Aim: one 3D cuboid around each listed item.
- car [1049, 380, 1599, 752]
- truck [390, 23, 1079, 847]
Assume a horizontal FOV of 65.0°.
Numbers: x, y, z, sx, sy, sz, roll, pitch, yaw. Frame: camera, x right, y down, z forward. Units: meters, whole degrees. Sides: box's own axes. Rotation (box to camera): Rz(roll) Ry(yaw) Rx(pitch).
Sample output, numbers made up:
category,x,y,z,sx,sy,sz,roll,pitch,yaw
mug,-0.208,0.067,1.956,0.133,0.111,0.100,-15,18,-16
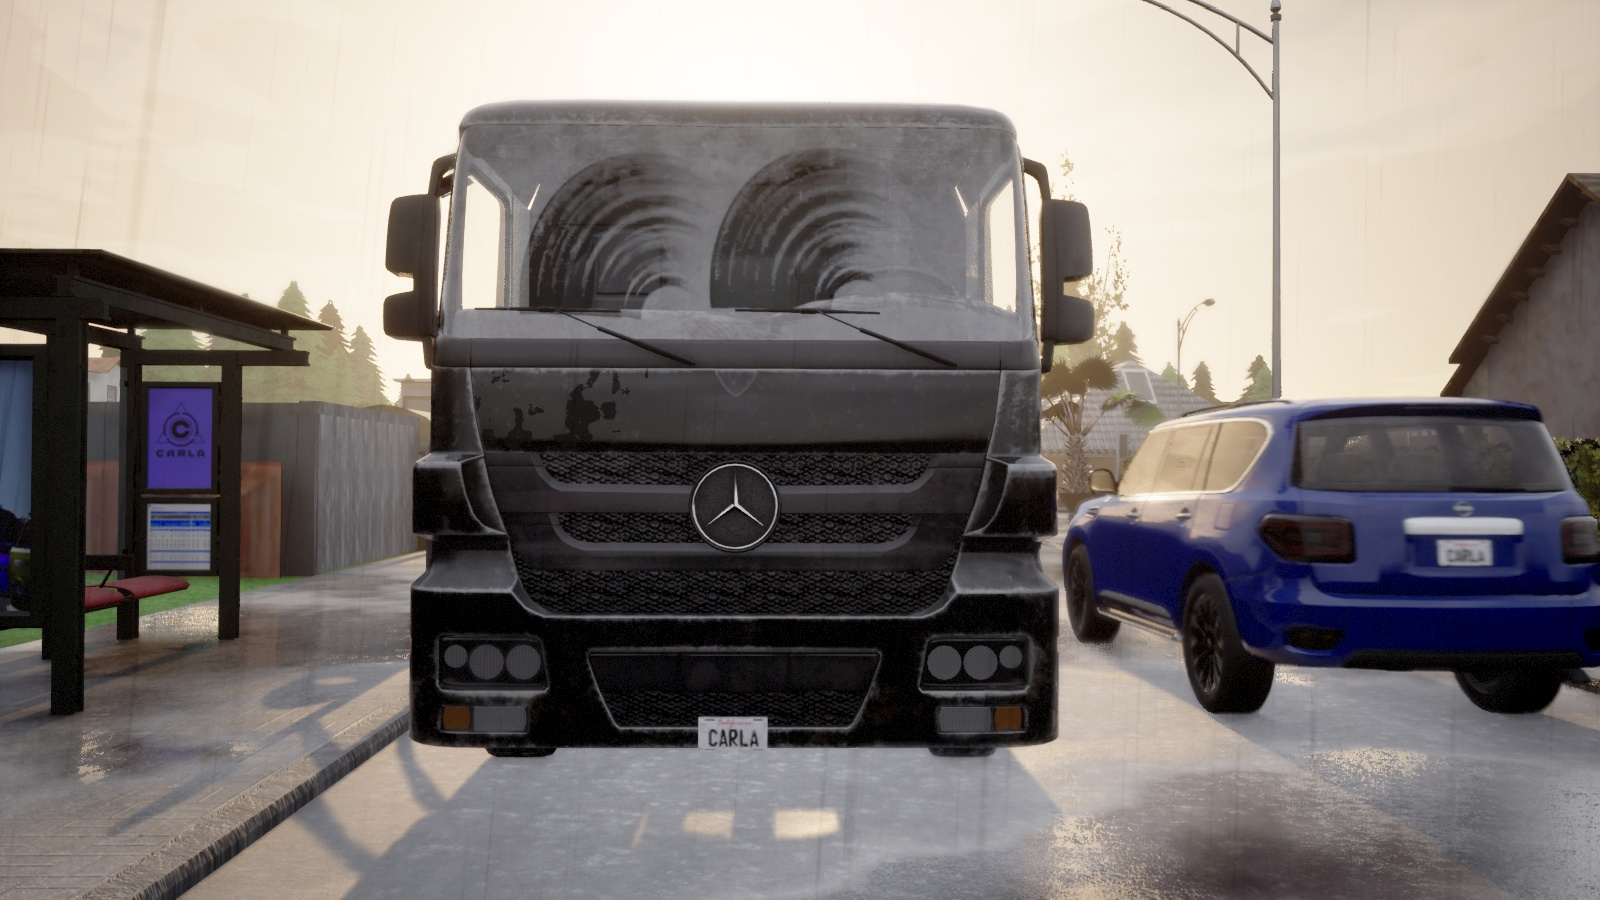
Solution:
category,x,y,z,sx,sy,sz,roll,pitch,yaw
car,3.639,0.682,9.737,2.150,2.045,5.566,0,-1,-2
truck,-0.345,-0.011,9.266,2.891,3.462,7.936,0,-1,-1
